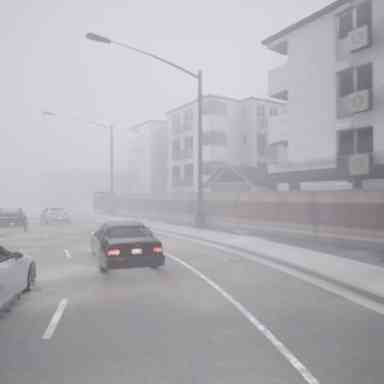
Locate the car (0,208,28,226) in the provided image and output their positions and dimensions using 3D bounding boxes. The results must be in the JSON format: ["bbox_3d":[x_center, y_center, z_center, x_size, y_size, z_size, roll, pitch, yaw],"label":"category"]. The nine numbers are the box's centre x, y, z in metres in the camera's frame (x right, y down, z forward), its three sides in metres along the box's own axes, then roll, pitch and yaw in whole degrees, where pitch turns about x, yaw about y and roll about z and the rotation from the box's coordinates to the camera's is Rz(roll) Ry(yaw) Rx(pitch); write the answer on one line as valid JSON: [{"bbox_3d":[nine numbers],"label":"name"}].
[{"bbox_3d":[-12.426,1.826,22.832,2.128,1.511,4.902,0,-1,-30],"label":"car"}]

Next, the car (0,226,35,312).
[{"bbox_3d":[-4.324,1.620,6.131,1.812,1.442,4.674,0,-1,-12],"label":"car"}]

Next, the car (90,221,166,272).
[{"bbox_3d":[-2.388,1.702,11.463,2.033,1.411,5.357,0,-1,-20],"label":"car"}]

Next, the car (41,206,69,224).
[{"bbox_3d":[-11.866,1.932,28.724,1.812,1.442,4.674,0,-1,-31],"label":"car"}]
